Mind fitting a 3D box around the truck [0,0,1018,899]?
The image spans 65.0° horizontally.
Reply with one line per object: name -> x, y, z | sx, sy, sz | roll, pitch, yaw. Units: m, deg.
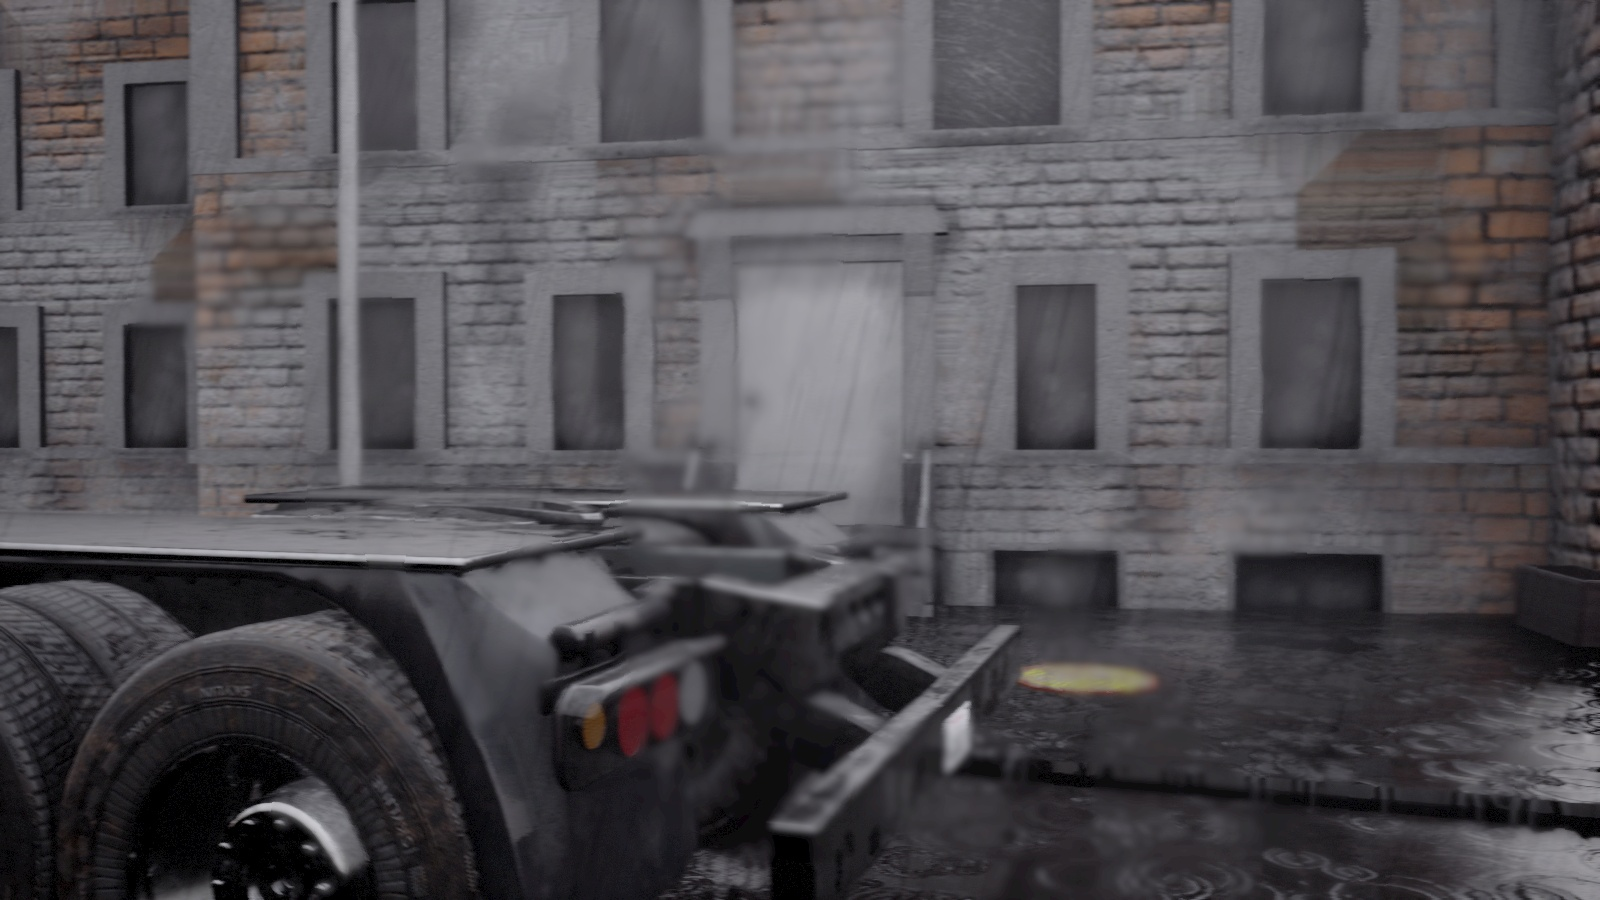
truck -> -3.372, -0.246, 4.839 | 7.936, 3.462, 2.891 | 1, 1, 19
